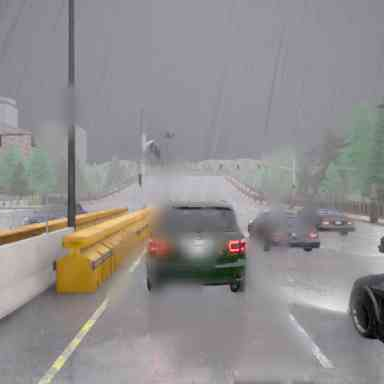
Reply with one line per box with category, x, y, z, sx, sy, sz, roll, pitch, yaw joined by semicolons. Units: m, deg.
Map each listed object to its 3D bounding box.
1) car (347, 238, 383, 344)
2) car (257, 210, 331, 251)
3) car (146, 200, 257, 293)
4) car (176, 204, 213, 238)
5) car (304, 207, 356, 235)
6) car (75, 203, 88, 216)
car;3.606;1.564;3.920;1.994;1.385;4.181;0;0;0
car;3.615;1.547;13.990;2.033;1.411;5.357;0;0;0
car;0.110;1.222;9.030;2.150;2.045;5.566;0;0;0
car;0.119;1.505;18.881;1.837;1.490;4.892;0;0;0
car;7.116;1.547;18.654;2.033;1.411;5.357;0;0;0
car;-7.029;1.351;17.418;2.097;1.767;4.553;0;0;0
